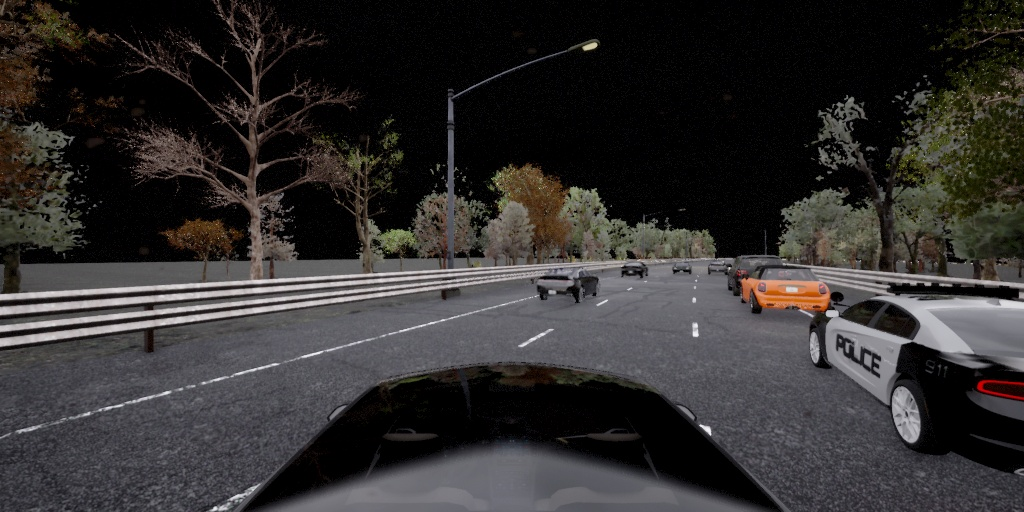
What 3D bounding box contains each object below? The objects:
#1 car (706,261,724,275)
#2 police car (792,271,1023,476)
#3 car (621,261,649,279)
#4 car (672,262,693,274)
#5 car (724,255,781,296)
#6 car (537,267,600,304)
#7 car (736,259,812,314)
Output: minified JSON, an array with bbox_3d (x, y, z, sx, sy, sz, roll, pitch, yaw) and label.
[{"bbox_3d":[22.530,1.273,39.294,2.128,1.511,4.902,0,0,30],"label":"car"},{"bbox_3d":[5.617,1.176,4.710,1.930,1.638,5.238,0,0,26],"label":"police car"},{"bbox_3d":[11.615,1.248,33.739,1.882,1.535,5.008,0,0,28],"label":"car"},{"bbox_3d":[19.420,1.382,40.780,1.895,1.301,4.718,0,0,29],"label":"car"},{"bbox_3d":[12.683,0.984,18.751,2.150,2.045,5.566,0,0,27],"label":"car"},{"bbox_3d":[2.742,1.246,16.718,2.128,1.511,4.902,0,0,27],"label":"car"},{"bbox_3d":[9.959,1.106,13.423,2.097,1.767,4.553,0,0,27],"label":"car"}]
